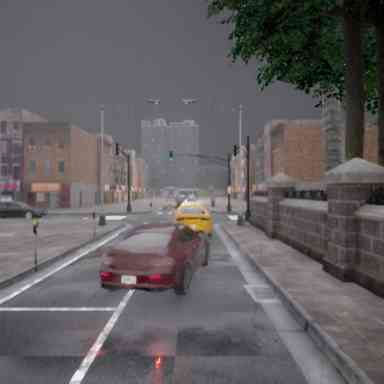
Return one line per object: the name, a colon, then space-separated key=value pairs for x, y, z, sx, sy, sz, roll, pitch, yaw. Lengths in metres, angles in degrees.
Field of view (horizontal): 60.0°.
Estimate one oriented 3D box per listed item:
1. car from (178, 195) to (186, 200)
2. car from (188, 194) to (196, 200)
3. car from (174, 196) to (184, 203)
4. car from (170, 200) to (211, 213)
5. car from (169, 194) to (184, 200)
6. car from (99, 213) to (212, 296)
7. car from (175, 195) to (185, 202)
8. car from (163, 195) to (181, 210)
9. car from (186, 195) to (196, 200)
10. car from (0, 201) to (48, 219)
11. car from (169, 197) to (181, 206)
car: x=-2.725 y=1.453 z=91.140 sx=2.008 sy=1.369 sz=4.403 roll=0 pitch=0 yaw=0
car: x=-0.078 y=1.312 z=83.047 sx=1.994 sy=1.385 sz=4.181 roll=0 pitch=0 yaw=0
car: x=-2.705 y=1.486 z=69.331 sx=1.947 sy=1.339 sz=4.313 roll=0 pitch=0 yaw=0
car: x=0.045 y=1.452 z=18.139 sx=1.882 sy=1.535 sz=5.008 roll=0 pitch=0 yaw=0
car: x=-2.685 y=1.256 z=47.522 sx=2.192 sy=1.841 sz=5.009 roll=0 pitch=0 yaw=0
car: x=-0.726 y=1.513 z=8.638 sx=1.812 sy=1.442 sz=4.674 roll=0 pitch=0 yaw=12
car: x=-2.710 y=1.467 z=74.783 sx=2.008 sy=1.369 sz=4.403 roll=0 pitch=0 yaw=0
car: x=-2.679 y=1.472 z=41.901 sx=1.752 sy=1.417 sz=4.829 roll=0 pitch=0 yaw=0
car: x=-0.069 y=1.506 z=73.072 sx=1.895 sy=1.301 sz=4.718 roll=0 pitch=0 yaw=0
car: x=-14.466 y=1.486 z=27.363 sx=4.892 sy=1.490 sz=1.837 roll=0 pitch=0 yaw=0
car: x=-2.689 y=1.517 z=52.975 sx=1.802 sy=1.307 sz=4.206 roll=0 pitch=0 yaw=0
